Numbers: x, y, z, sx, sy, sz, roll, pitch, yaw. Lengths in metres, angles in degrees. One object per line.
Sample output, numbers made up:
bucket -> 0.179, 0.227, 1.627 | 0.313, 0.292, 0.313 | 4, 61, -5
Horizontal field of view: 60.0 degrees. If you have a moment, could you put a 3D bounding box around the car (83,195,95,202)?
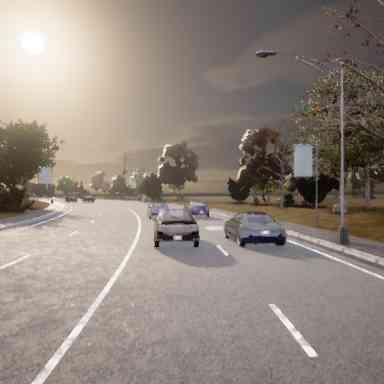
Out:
car -> -22.003, 1.406, 70.832 | 1.882, 1.535, 5.008 | 0, 0, -28

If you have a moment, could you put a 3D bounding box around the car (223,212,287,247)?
car -> 2.713, 1.574, 15.167 | 1.994, 1.385, 4.181 | 0, 0, -6

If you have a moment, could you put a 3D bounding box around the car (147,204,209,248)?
car -> -0.769, 1.494, 14.813 | 2.128, 1.511, 4.902 | 0, 0, -6

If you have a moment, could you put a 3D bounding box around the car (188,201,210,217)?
car -> 0.362, 1.538, 30.514 | 1.812, 1.442, 4.674 | 0, 0, -12

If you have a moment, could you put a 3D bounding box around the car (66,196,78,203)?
car -> -25.018, 1.474, 69.054 | 1.994, 1.385, 4.181 | 0, 0, -28

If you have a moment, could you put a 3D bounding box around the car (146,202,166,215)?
car -> -3.066, 1.563, 29.809 | 2.033, 1.411, 5.357 | 0, 0, -12
